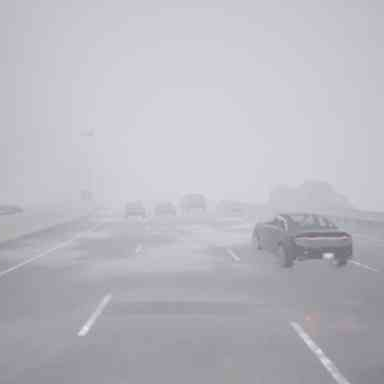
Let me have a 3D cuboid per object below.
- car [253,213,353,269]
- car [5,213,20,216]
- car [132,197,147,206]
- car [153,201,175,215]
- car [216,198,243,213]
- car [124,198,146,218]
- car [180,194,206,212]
[{"bbox_3d":[3.402,1.449,11.106,2.128,1.511,4.902,-1,0,-4],"label":"car"},{"bbox_3d":[-16.291,1.831,29.268,2.033,1.411,5.357,-1,0,-9],"label":"car"},{"bbox_3d":[-9.751,1.714,61.289,1.994,1.385,4.181,-1,0,-19],"label":"car"},{"bbox_3d":[-2.969,1.614,35.098,1.994,1.385,4.181,-1,0,-11],"label":"car"},{"bbox_3d":[3.982,1.435,36.246,1.882,1.535,5.008,0,0,-11],"label":"car"},{"bbox_3d":[-5.417,1.630,31.402,2.033,1.411,5.357,-1,0,-12],"label":"car"},{"bbox_3d":[0.091,1.232,38.797,2.150,2.045,5.566,0,0,-13],"label":"car"}]
